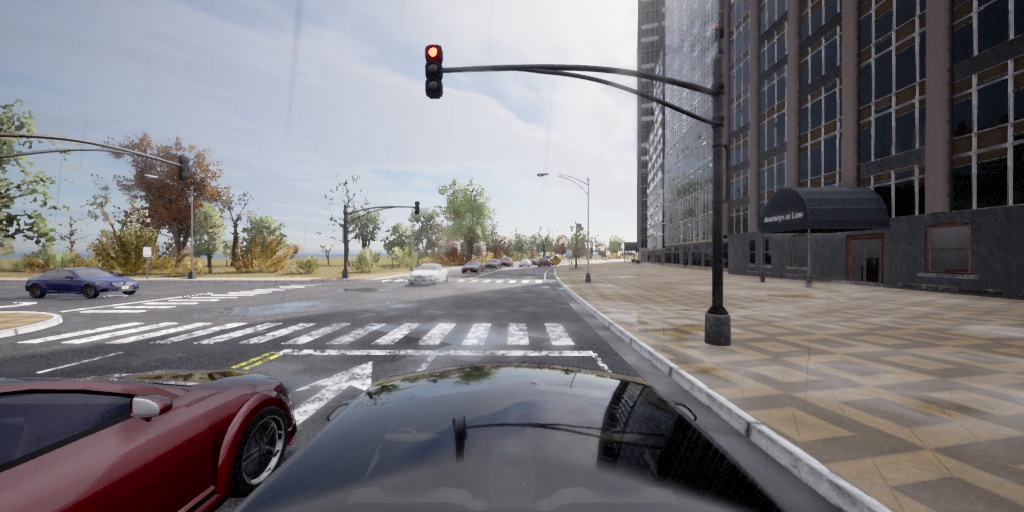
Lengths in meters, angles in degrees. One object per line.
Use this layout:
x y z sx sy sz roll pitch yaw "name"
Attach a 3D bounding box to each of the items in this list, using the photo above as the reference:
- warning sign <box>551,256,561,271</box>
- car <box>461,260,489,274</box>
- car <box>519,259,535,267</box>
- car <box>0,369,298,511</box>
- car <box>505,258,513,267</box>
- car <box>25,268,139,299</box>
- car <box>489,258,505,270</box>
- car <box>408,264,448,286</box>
5.397 0.868 43.986 1.300 1.860 1.060 0 0 7 "warning sign"
-4.375 1.296 41.242 2.033 1.411 5.357 0 0 6 "car"
2.508 1.283 65.051 1.812 1.442 4.674 0 0 9 "car"
-3.108 1.314 1.836 1.994 1.385 4.181 0 0 0 "car"
-1.098 1.106 64.302 2.097 1.767 4.553 0 0 10 "car"
-21.674 1.322 18.105 4.674 1.442 1.812 0 0 4 "car"
-2.797 1.256 53.670 1.837 1.490 4.892 0 0 8 "car"
-5.776 1.272 25.282 1.812 1.442 4.674 0 0 4 "car"
